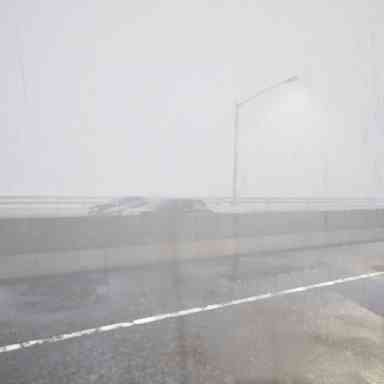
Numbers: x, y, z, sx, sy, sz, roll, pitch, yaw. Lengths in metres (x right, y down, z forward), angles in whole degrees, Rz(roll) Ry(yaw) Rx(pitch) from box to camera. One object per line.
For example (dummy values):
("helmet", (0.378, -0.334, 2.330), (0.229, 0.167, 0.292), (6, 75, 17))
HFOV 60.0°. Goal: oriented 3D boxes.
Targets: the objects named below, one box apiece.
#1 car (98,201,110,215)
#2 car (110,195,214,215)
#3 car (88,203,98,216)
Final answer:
("car", (-2.739, 1.127, 18.667), (4.181, 1.385, 1.994), (1, 1, -31))
("car", (-1.158, 1.015, 15.528), (4.553, 1.767, 2.097), (1, 1, -31))
("car", (-4.287, 0.968, 21.819), (4.892, 1.490, 1.837), (1, 1, -31))
